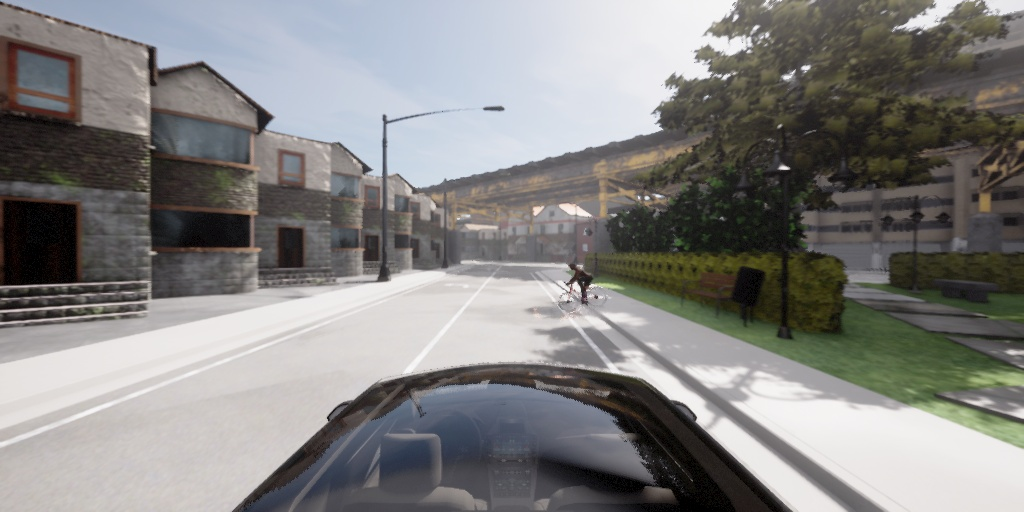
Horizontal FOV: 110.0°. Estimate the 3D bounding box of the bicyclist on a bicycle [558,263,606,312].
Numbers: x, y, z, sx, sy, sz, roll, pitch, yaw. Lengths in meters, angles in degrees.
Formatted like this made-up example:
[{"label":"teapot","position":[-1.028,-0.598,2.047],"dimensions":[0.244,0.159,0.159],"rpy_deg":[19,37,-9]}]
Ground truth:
[{"label":"bicyclist on a bicycle","position":[2.294,1.021,12.084],"dimensions":[1.656,1.620,0.582],"rpy_deg":[-9,1,0]}]
